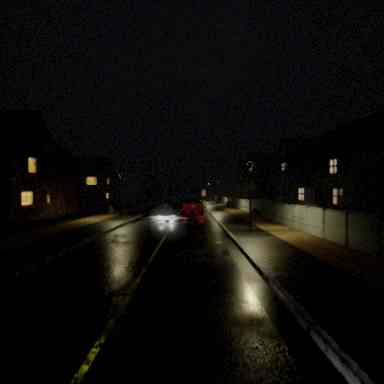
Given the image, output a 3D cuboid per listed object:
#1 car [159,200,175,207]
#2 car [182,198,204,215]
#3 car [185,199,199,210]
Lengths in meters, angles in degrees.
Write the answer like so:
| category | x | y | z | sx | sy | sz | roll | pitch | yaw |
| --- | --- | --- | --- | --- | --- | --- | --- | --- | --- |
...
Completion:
| category | x | y | z | sx | sy | sz | roll | pitch | yaw |
| --- | --- | --- | --- | --- | --- | --- | --- | --- | --- |
| car | -2.752 | 1.241 | 37.754 | 2.128 | 1.511 | 4.902 | 0 | 0 | 0 |
| car | 0.099 | 1.403 | 34.642 | 2.097 | 1.767 | 4.553 | 0 | 0 | 0 |
| car | 0.020 | 1.691 | 46.347 | 1.895 | 1.301 | 4.718 | 0 | 0 | 0 |
